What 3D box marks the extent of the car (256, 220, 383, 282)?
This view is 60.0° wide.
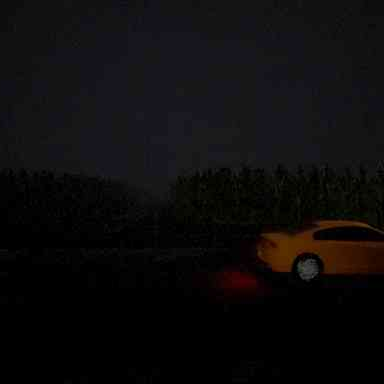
[{"bbox_3d":[4.375,1.549,9.413,5.008,1.535,1.882,0,0,0],"label":"car"}]
